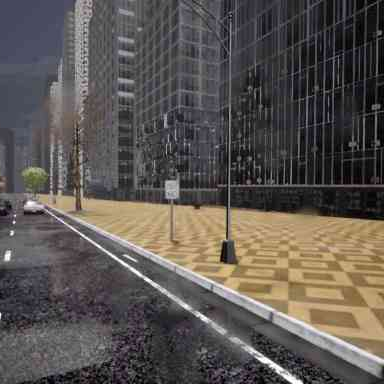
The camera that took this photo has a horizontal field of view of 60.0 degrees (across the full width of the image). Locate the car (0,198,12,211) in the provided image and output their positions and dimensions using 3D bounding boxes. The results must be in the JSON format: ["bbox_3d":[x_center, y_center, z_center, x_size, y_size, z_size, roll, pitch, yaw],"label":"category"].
[{"bbox_3d":[-23.795,1.542,41.735,1.994,1.385,4.181,0,0,-27],"label":"car"}]

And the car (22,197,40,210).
[{"bbox_3d":[-21.279,1.470,43.867,2.128,1.511,4.902,0,0,-27],"label":"car"}]

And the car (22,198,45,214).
[{"bbox_3d":[-16.553,1.584,34.763,1.895,1.301,4.718,0,0,-27],"label":"car"}]

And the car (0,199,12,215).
[{"bbox_3d":[-19.089,1.530,32.711,2.033,1.411,5.357,0,0,-28],"label":"car"}]
